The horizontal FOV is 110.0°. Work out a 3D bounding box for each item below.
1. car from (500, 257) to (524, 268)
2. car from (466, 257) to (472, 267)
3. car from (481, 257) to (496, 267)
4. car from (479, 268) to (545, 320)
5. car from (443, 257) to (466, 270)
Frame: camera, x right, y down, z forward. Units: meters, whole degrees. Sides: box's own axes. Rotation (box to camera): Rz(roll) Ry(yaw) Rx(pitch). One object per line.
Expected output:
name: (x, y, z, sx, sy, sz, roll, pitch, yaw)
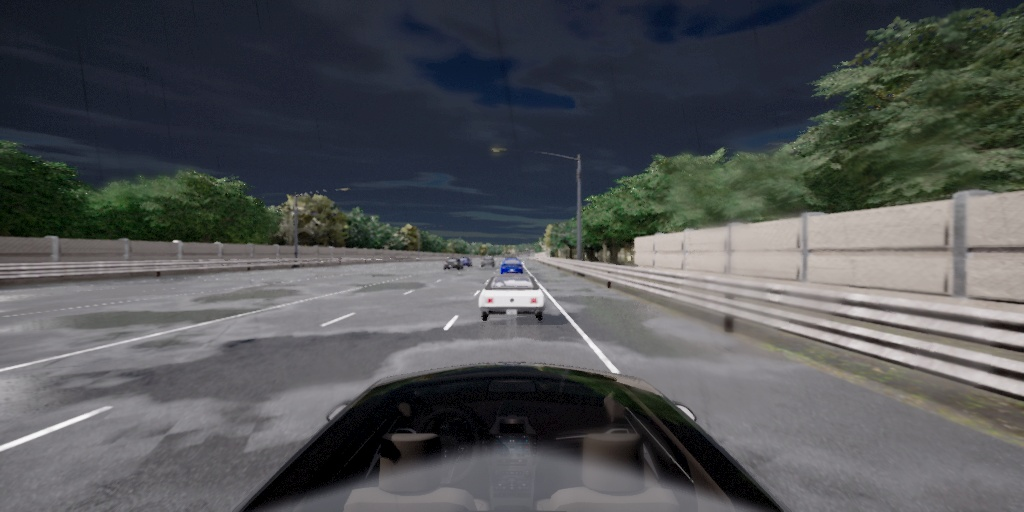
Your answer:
car: (-0.005, 0.965, 31.193, 1.882, 1.535, 5.008, 0, 1, 0)
car: (-6.950, 0.895, 52.465, 1.812, 1.442, 4.674, 0, 0, 1)
car: (-3.443, 0.841, 52.673, 2.128, 1.511, 4.902, 0, 0, 1)
car: (-0.002, 1.257, 12.217, 1.895, 1.301, 4.718, 0, 1, 0)
car: (-7.007, 0.956, 43.079, 1.812, 1.442, 4.674, 0, 0, 0)
